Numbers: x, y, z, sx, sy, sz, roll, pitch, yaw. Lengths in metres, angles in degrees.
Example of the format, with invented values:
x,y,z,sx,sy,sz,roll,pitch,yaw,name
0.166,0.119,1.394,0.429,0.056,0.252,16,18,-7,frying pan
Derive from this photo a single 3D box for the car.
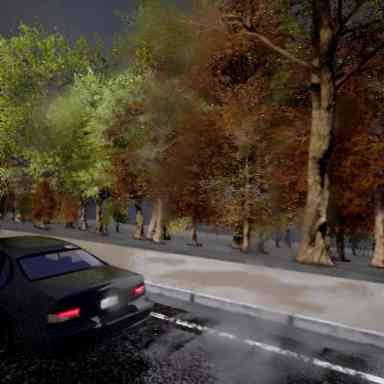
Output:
x,y,z,sx,sy,sz,roll,pitch,yaw,name
-3.161,1.517,5.938,5.357,1.411,2.033,0,0,35,car
